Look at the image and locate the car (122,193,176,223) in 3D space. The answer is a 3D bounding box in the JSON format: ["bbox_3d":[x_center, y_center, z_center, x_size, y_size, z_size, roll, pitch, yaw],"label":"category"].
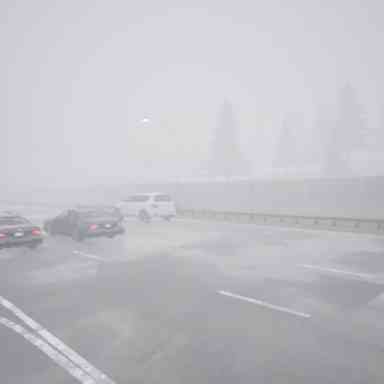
[{"bbox_3d":[-3.563,1.094,24.238,2.150,2.045,5.566,-1,1,-44],"label":"car"}]

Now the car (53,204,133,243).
[{"bbox_3d":[-5.351,1.508,16.038,2.033,1.411,5.357,-1,1,-44],"label":"car"}]

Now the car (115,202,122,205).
[{"bbox_3d":[-6.937,1.500,22.698,1.994,1.385,4.181,-1,1,-44],"label":"car"}]

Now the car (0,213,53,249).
[{"bbox_3d":[-7.875,1.565,13.614,2.033,1.411,5.357,-1,1,-44],"label":"car"}]
